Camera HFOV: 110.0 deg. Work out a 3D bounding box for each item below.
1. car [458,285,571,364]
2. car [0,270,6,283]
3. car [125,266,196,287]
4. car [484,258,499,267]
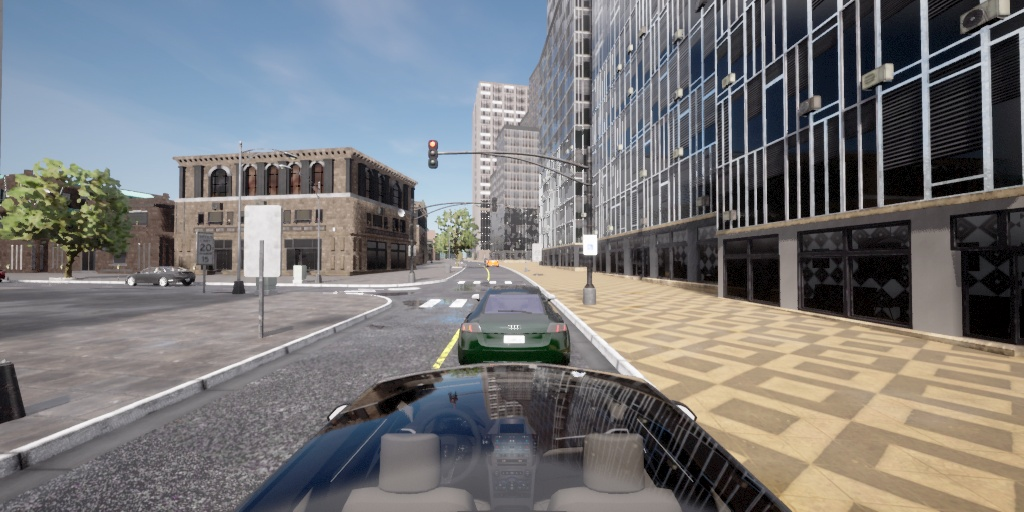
[{"bbox_3d":[0.039,1.315,7.799,1.994,1.385,4.181,0,0,0],"label":"car"},{"bbox_3d":[-41.453,1.380,27.465,4.507,1.381,1.888,0,0,9],"label":"car"},{"bbox_3d":[-24.214,1.378,24.710,4.403,1.370,2.007,0,0,9],"label":"car"},{"bbox_3d":[-3.561,1.096,64.696,2.097,1.767,4.553,0,0,-7],"label":"car"}]
